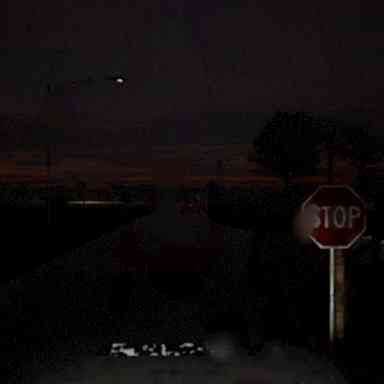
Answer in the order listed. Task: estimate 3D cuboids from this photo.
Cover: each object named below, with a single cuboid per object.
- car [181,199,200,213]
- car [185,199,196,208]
[{"bbox_3d":[-0.159,1.559,39.539,2.097,1.767,4.553,0,-1,0],"label":"car"},{"bbox_3d":[-0.268,1.901,55.767,1.812,1.442,4.674,0,-1,0],"label":"car"}]
